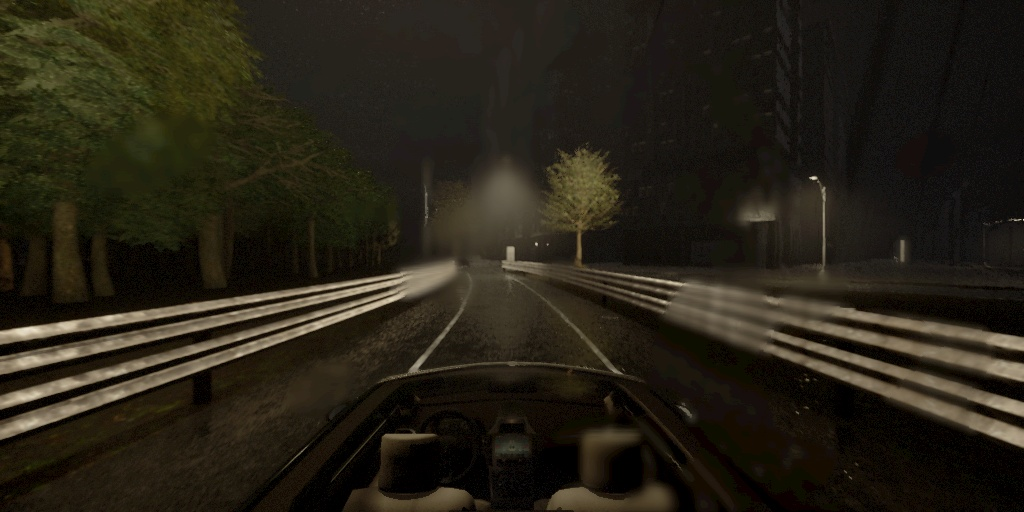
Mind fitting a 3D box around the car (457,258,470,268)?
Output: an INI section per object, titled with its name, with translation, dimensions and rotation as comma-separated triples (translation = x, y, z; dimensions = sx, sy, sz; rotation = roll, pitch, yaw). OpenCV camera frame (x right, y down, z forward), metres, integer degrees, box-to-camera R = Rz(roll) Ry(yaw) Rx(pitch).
[car]
translation = -8.175, 1.073, 58.887
dimensions = 1.882, 1.535, 5.008
rotation = 0, 0, -20
